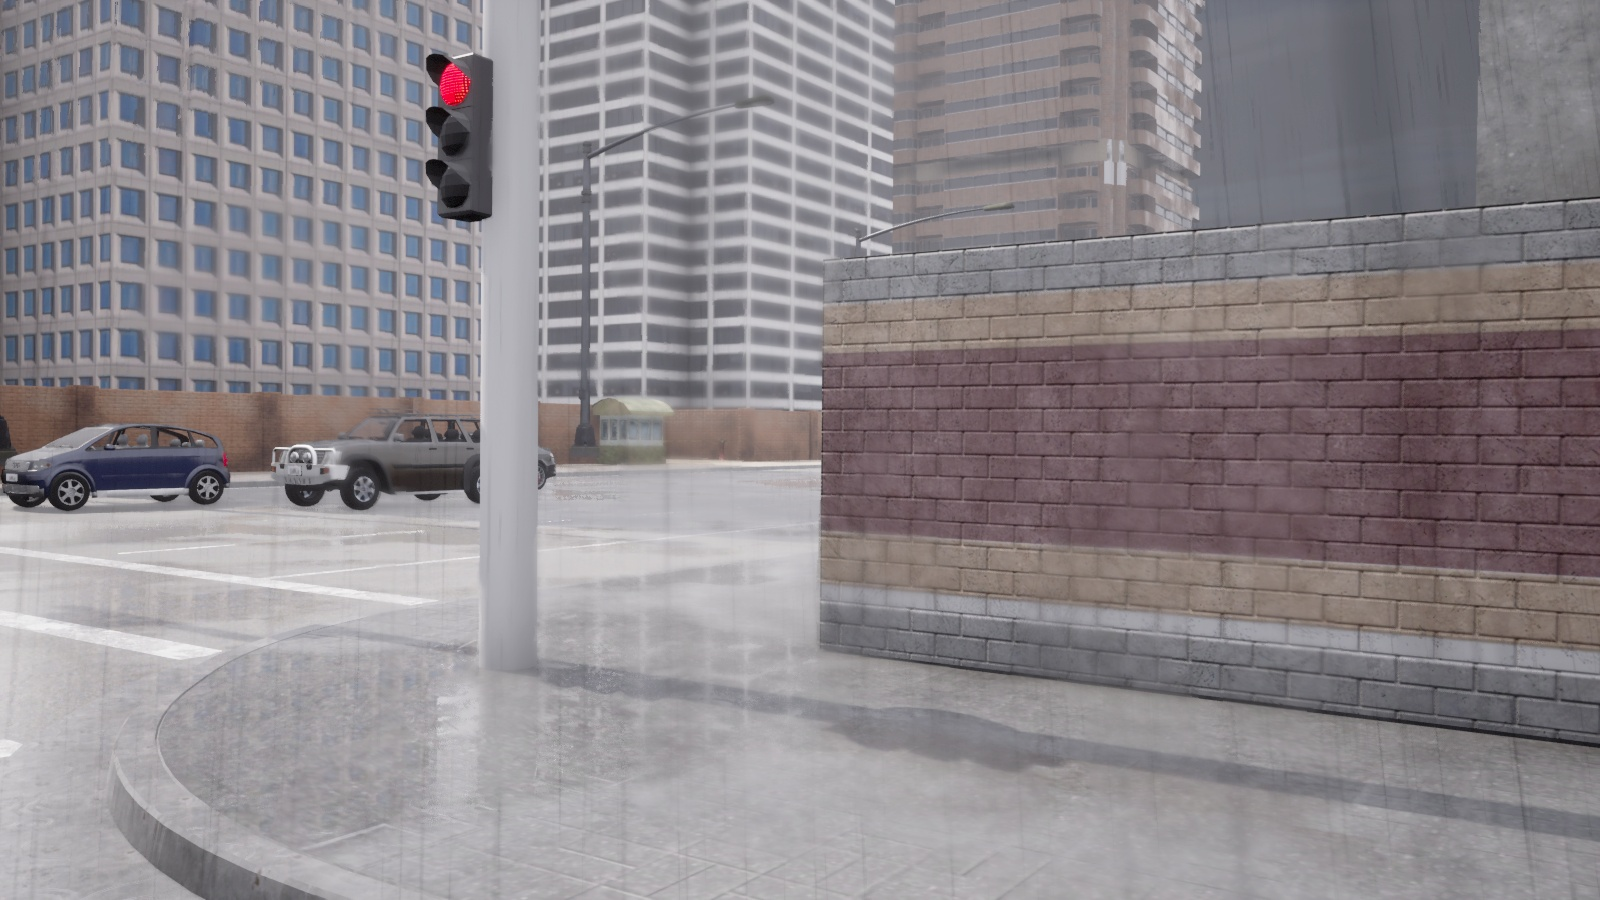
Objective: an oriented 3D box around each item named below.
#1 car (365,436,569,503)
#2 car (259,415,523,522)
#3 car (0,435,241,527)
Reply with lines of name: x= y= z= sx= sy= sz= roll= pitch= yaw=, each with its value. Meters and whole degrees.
car: x=-7.915 y=0.415 z=30.289 sx=1.812 sy=1.442 sz=4.674 roll=0 pitch=1 yaw=34
car: x=-7.761 y=0.287 z=24.273 sx=1.932 sy=1.855 sz=4.605 roll=0 pitch=1 yaw=34
car: x=-12.628 y=0.506 z=23.310 sx=1.789 sy=1.549 sz=3.705 roll=0 pitch=1 yaw=34
